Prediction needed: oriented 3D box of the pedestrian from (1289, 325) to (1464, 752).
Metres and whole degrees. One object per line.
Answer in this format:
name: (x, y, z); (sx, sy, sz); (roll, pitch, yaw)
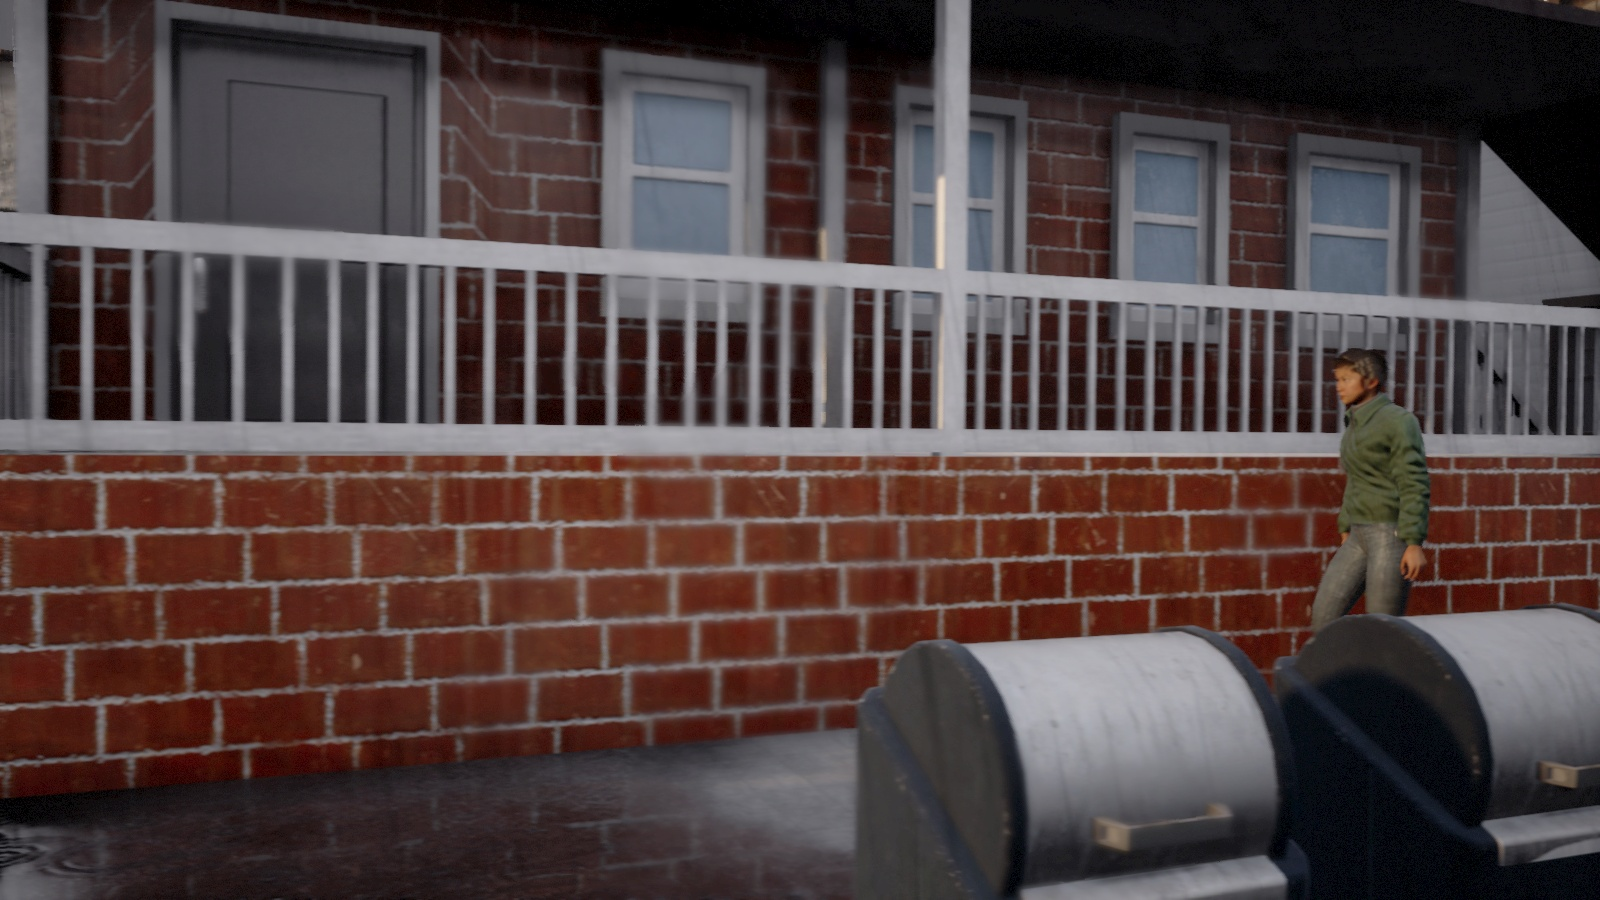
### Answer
pedestrian: (2.564, 0.384, 5.609); (0.614, 1.847, 0.353); (-1, 1, 1)
